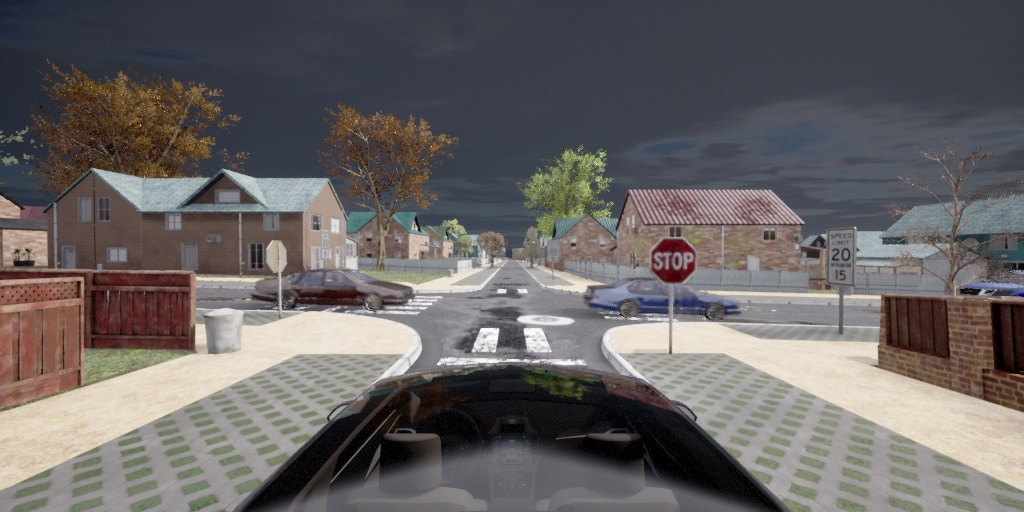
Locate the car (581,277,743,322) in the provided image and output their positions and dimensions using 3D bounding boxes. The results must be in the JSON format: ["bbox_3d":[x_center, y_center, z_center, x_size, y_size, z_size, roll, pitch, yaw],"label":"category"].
[{"bbox_3d":[5.330,1.500,13.165,5.357,1.411,2.033,2,1,0],"label":"car"}]

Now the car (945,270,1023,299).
[{"bbox_3d":[23.176,1.653,16.104,5.566,2.045,2.150,2,1,0],"label":"car"}]

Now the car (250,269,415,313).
[{"bbox_3d":[-6.381,1.178,13.097,5.357,1.411,2.033,2,1,0],"label":"car"}]
